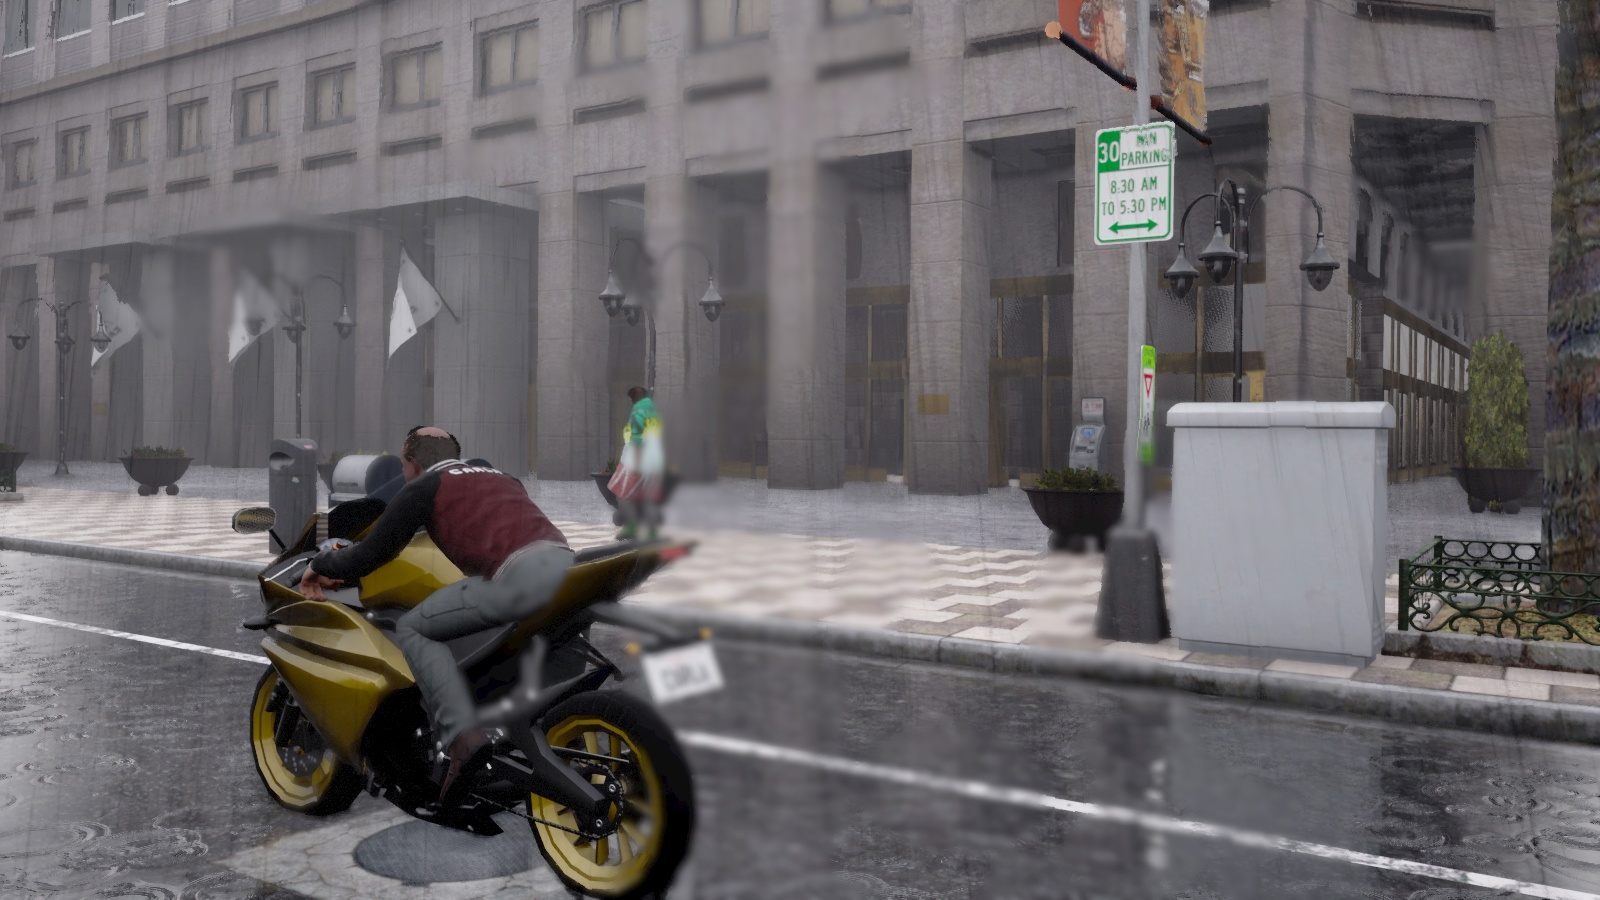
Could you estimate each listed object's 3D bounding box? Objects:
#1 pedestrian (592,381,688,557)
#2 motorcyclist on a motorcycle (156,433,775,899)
[{"bbox_3d":[-1.828,0.208,14.426,0.873,1.952,0.659,0,1,19],"label":"pedestrian"},{"bbox_3d":[-1.241,0.717,4.448,2.191,1.530,0.866,0,1,34],"label":"motorcyclist on a motorcycle"}]
